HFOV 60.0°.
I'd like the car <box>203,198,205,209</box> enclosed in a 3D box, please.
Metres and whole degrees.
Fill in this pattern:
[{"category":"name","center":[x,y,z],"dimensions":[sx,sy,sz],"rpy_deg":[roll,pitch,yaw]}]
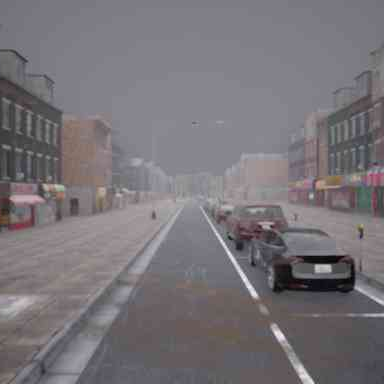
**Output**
[{"category":"car","center":[2.625,1.691,41.555],"dimensions":[1.802,1.307,4.206],"rpy_deg":[0,0,0]}]

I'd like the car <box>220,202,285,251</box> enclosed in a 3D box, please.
[{"category":"car","center":[2.631,1.336,14.220],"dimensions":[2.192,1.841,5.009],"rpy_deg":[0,0,0]}]

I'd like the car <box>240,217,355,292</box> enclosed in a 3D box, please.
[{"category":"car","center":[2.634,1.577,8.753],"dimensions":[1.947,1.339,4.313],"rpy_deg":[0,0,0]}]

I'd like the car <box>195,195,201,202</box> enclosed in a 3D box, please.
[{"category":"car","center":[2.611,1.849,89.831],"dimensions":[1.967,1.590,4.097],"rpy_deg":[-1,0,0]}]

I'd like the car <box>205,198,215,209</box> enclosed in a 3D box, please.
[{"category":"car","center":[2.626,1.613,36.258],"dimensions":[1.752,1.417,4.829],"rpy_deg":[0,0,0]}]

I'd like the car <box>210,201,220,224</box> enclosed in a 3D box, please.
[{"category":"car","center":[2.629,1.594,25.154],"dimensions":[1.887,1.381,4.507],"rpy_deg":[0,0,0]}]

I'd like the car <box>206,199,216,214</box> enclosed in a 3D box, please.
[{"category":"car","center":[2.628,1.633,30.621],"dimensions":[1.947,1.339,4.313],"rpy_deg":[0,0,0]}]

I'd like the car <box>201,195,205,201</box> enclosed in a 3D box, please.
[{"category":"car","center":[2.623,1.573,47.022],"dimensions":[1.967,1.590,4.097],"rpy_deg":[0,0,0]}]
